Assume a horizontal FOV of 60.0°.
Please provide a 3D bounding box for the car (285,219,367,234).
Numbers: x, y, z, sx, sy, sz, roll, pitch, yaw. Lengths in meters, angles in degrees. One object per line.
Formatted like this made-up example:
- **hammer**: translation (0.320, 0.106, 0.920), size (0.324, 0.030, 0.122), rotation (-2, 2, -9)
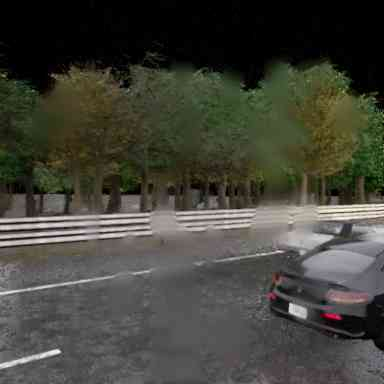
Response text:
- **car**: translation (5.333, 1.608, 11.604), size (4.718, 1.301, 1.895), rotation (0, 0, -34)

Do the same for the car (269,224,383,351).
- **car**: translation (3.412, 1.531, 6.075), size (4.674, 1.442, 1.812), rotation (0, 0, -35)
